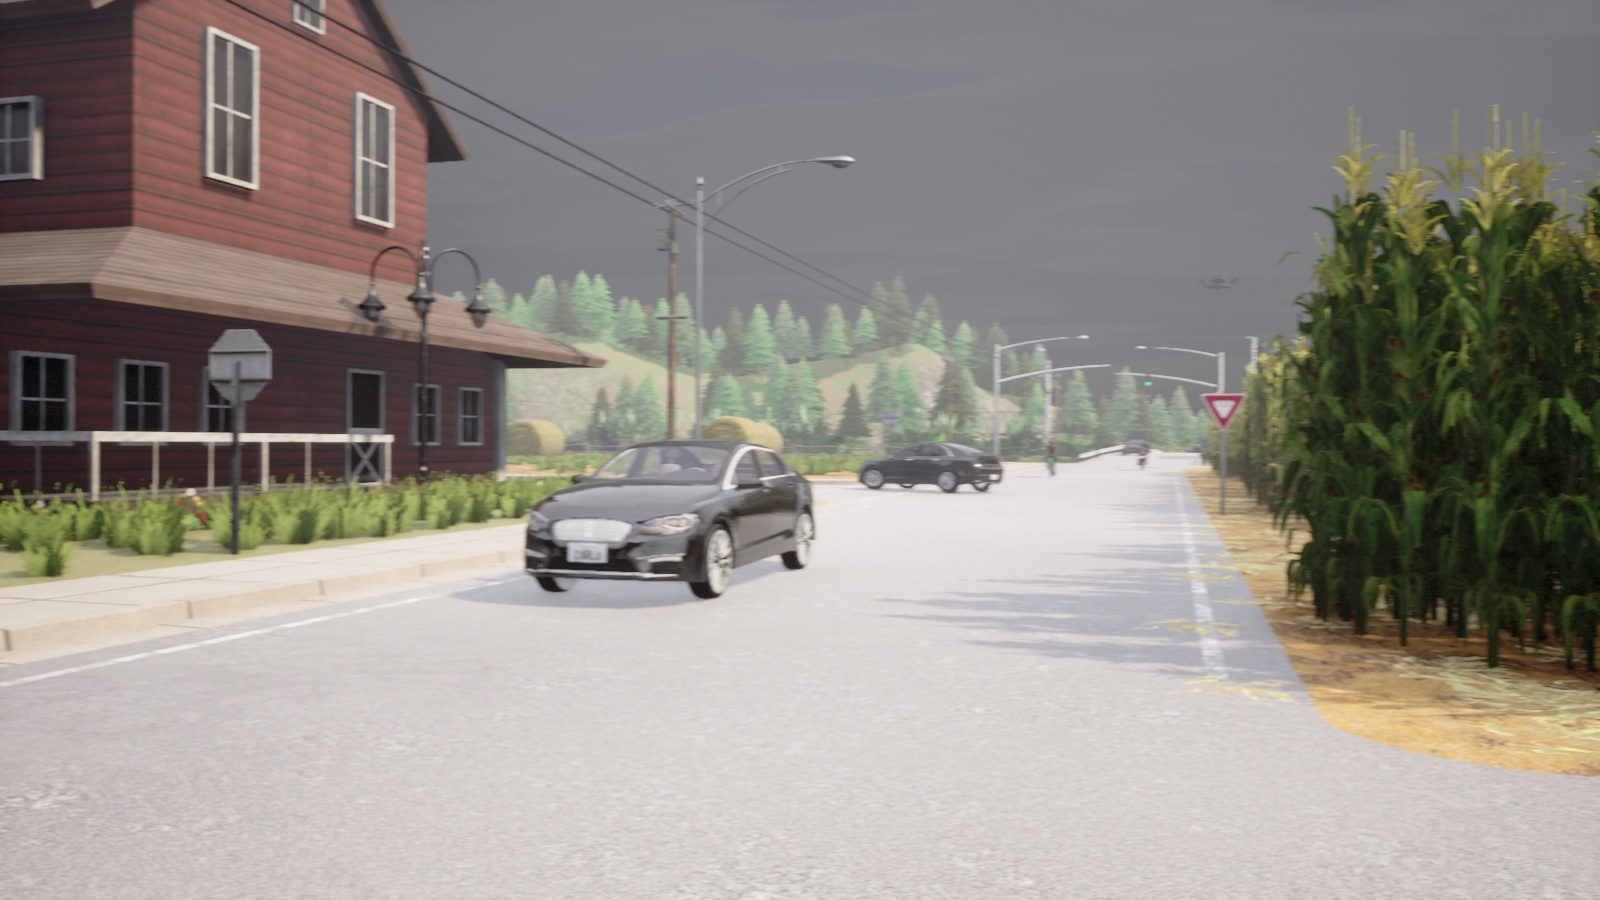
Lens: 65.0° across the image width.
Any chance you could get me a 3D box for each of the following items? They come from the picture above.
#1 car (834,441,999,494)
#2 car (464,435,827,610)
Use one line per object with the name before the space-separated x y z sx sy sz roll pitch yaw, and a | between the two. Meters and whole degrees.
car | 3.490 0.501 38.355 4.892 1.490 1.837 1 0 43
car | -1.355 0.609 13.455 2.128 1.511 4.902 0 0 16
